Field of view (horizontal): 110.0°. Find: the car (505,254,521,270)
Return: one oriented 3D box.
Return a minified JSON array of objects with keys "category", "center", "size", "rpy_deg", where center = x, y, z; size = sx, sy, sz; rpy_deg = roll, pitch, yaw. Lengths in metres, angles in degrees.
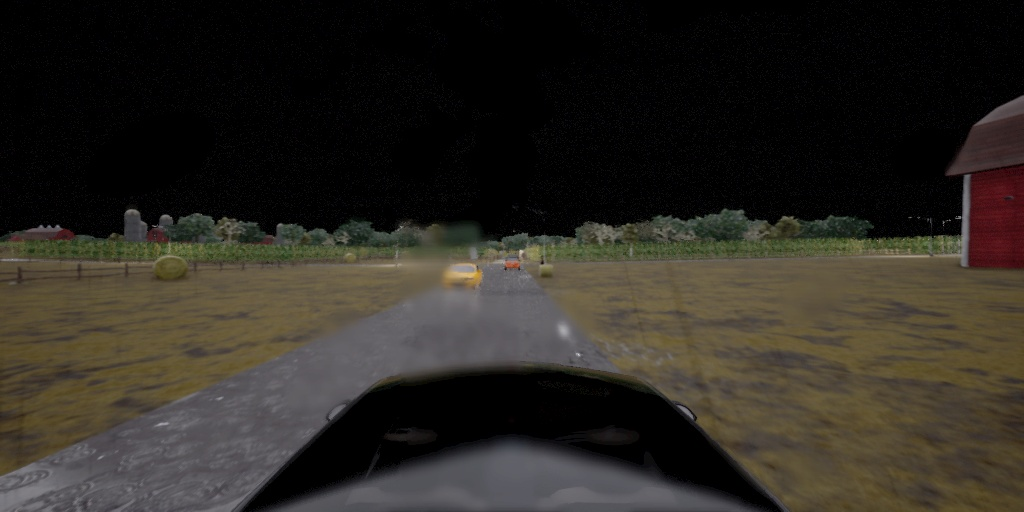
[{"category":"car","center":[0.086,0.962,49.195],"size":[2.097,1.767,4.553],"rpy_deg":[0,0,0]}]

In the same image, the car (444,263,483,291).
[{"category":"car","center":[-2.838,1.195,21.679],"size":[1.882,1.535,5.008],"rpy_deg":[0,0,0]}]

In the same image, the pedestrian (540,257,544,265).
[{"category":"pedestrian","center":[2.841,0.953,34.074],"size":[0.375,1.860,0.375],"rpy_deg":[-1,2,-10]}]

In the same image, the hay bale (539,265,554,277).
[{"category":"hay bale","center":[3.140,1.340,32.958],"size":[1.220,1.180,1.240],"rpy_deg":[0,0,0]}]
